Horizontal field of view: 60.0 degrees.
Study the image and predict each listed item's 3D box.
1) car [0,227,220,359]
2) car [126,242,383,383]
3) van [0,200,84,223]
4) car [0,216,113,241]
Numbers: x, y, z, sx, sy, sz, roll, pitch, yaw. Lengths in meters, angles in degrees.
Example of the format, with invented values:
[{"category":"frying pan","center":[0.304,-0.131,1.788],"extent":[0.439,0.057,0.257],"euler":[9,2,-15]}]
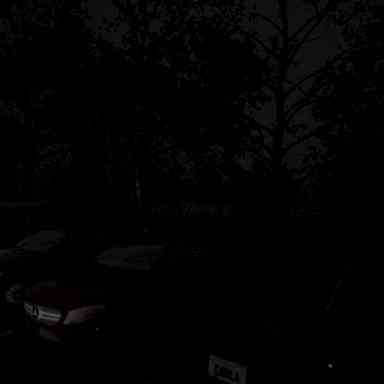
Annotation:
[{"category":"car","center":[-0.743,1.519,6.291],"extent":[2.002,1.452,4.674],"euler":[0,0,35]},{"category":"car","center":[1.644,1.512,4.622],"extent":[2.163,1.488,4.792],"euler":[0,0,36]},{"category":"van","center":[-5.262,1.233,9.354],"extent":[1.878,1.987,4.442],"euler":[0,1,35]},{"category":"car","center":[-3.011,1.508,7.908],"extent":[2.002,1.452,4.674],"euler":[0,0,35]}]
